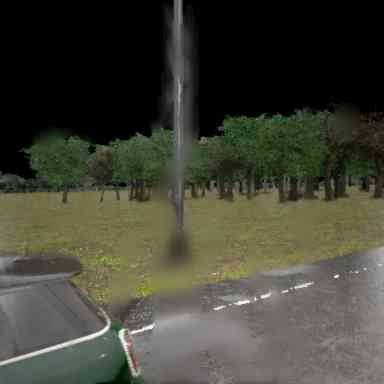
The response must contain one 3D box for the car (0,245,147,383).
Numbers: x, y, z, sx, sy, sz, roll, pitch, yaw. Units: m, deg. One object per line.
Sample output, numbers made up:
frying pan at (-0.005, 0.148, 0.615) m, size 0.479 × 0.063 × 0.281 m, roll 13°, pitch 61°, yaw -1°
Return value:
car at (-2.620, 1.352, 2.124) m, size 4.553 × 1.767 × 2.097 m, roll 0°, pitch 0°, yaw -35°
